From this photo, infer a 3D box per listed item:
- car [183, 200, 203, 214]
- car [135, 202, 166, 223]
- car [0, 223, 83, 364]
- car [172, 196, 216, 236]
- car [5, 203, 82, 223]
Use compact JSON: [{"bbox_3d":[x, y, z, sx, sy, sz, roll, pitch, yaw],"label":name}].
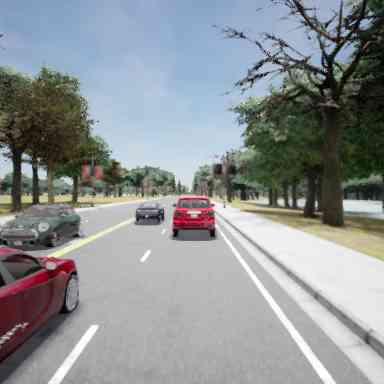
[{"bbox_3d":[0.102,1.603,37.144,2.033,1.411,5.357,0,0,0],"label":"car"},{"bbox_3d":[-3.149,1.509,25.630,2.128,1.511,4.902,0,0,0],"label":"car"},{"bbox_3d":[-3.149,1.479,4.566,1.882,1.535,5.008,0,0,0],"label":"car"},{"bbox_3d":[0.101,1.227,18.457,2.150,2.045,5.566,0,0,0],"label":"car"},{"bbox_3d":[-6.543,1.355,14.813,2.097,1.767,4.553,0,0,1],"label":"car"}]
